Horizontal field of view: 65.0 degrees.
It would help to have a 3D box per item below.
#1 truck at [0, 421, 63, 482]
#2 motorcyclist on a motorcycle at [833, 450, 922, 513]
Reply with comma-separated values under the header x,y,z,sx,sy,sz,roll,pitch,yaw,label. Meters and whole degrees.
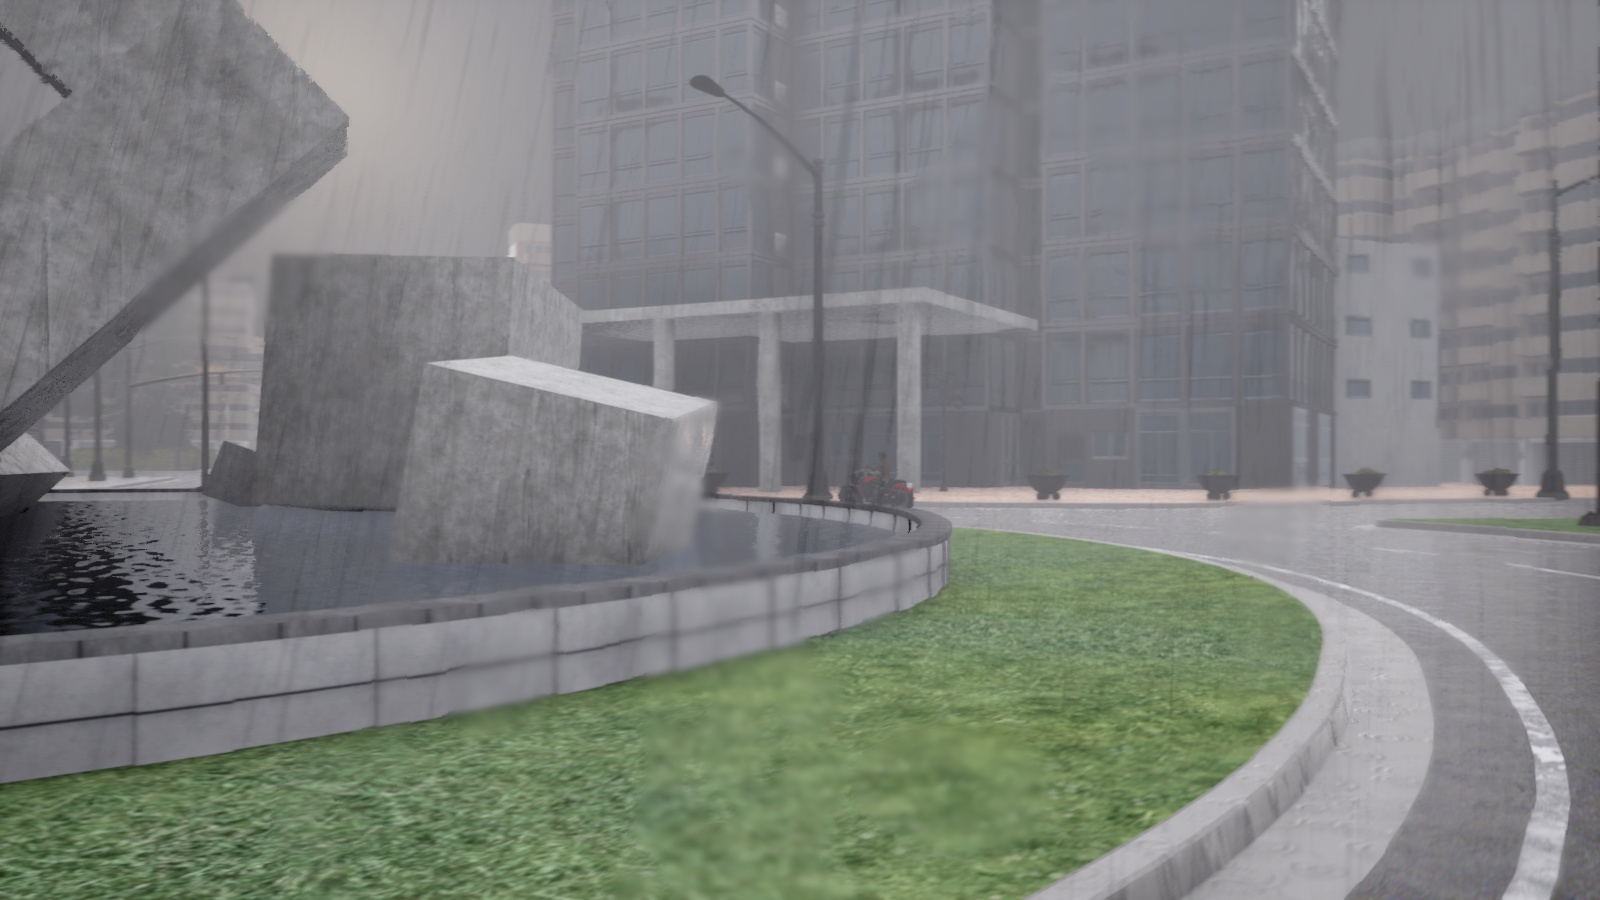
x,y,z,sx,sy,sz,roll,pitch,yaw,label
-51.615,0.082,79.222,8.468,3.827,2.891,0,0,-20,truck
2.065,0.834,33.691,2.350,1.649,0.766,-1,0,38,motorcyclist on a motorcycle
